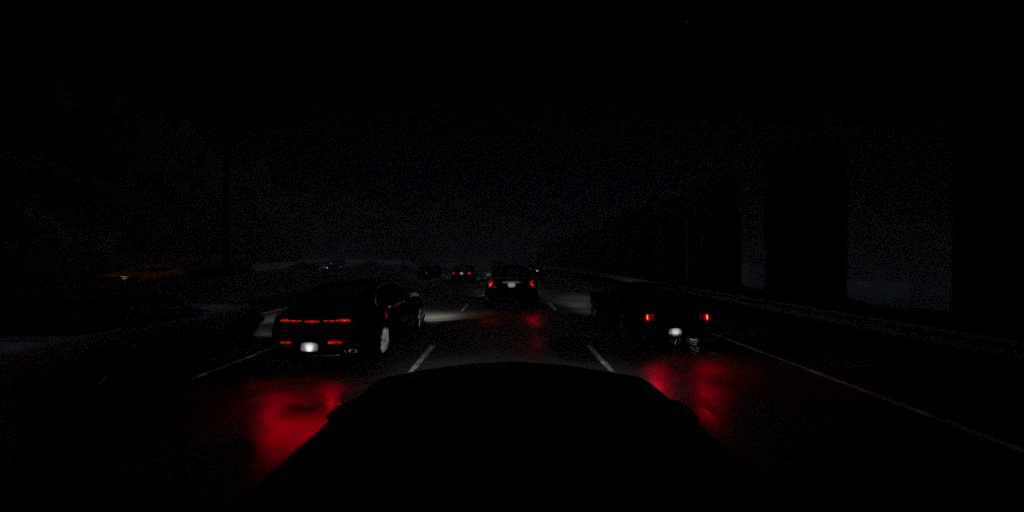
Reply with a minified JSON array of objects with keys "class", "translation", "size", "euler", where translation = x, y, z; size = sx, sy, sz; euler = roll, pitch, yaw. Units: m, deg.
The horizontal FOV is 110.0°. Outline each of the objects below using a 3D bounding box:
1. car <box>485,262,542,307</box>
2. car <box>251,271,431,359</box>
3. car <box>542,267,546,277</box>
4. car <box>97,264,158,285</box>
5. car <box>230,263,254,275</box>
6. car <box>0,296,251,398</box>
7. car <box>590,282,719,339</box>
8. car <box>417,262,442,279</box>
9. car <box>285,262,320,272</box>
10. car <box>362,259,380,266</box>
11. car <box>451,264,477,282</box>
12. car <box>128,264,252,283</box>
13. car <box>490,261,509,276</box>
[{"class":"car","translation":[-0.069,1.153,15.888],"size":[2.097,1.767,4.553],"euler":[0,0,-1]},{"class":"car","translation":[-3.440,1.283,8.460],"size":[1.837,1.490,4.892],"euler":[0,0,-1]},{"class":"car","translation":[2.331,1.444,38.046],"size":[1.994,1.385,4.181],"euler":[0,0,-6]},{"class":"car","translation":[-25.032,1.327,24.510],"size":[1.882,1.535,5.008],"euler":[0,0,-2]},{"class":"car","translation":[-29.511,1.465,38.079],"size":[1.994,1.385,4.181],"euler":[0,0,-6]},{"class":"car","translation":[-6.910,1.373,6.527],"size":[1.895,1.301,4.718],"euler":[0,0,0]},{"class":"car","translation":[3.567,1.379,10.098],"size":[1.895,1.301,4.718],"euler":[0,0,-1]},{"class":"car","translation":[-7.875,1.352,34.660],"size":[1.882,1.535,5.008],"euler":[0,0,-5]},{"class":"car","translation":[-22.532,1.390,38.676],"size":[2.128,1.511,4.902],"euler":[0,0,-6]},{"class":"car","translation":[-21.426,1.449,55.021],"size":[2.128,1.511,4.902],"euler":[0,0,-10]},{"class":"car","translation":[-4.046,1.404,30.304],"size":[2.033,1.411,5.357],"euler":[0,0,-3]},{"class":"car","translation":[-17.899,1.377,20.425],"size":[2.033,1.411,5.357],"euler":[0,0,-2]},{"class":"car","translation":[-1.503,1.400,41.465],"size":[1.837,1.490,4.892],"euler":[1,0,-7]}]
